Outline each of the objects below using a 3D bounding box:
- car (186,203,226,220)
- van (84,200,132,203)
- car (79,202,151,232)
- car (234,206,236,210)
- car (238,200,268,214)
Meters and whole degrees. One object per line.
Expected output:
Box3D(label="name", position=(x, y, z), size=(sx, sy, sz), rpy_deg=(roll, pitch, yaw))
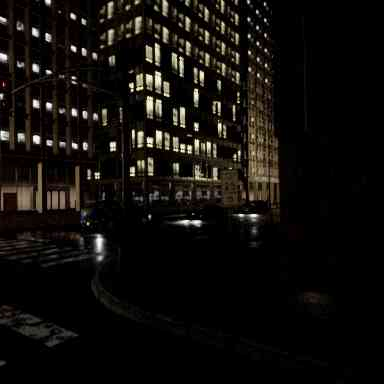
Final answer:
Box3D(label="car", position=(1.261, 1.648, 29.031), size=(1.994, 1.385, 4.181), rpy_deg=(-1, -1, 36))
Box3D(label="van", position=(-5.940, 1.459, 23.460), size=(1.690, 1.788, 3.998), rpy_deg=(-2, -1, 36))
Box3D(label="car", position=(-4.597, 1.570, 20.925), size=(1.837, 1.490, 4.892), rpy_deg=(-1, -1, 33))
Box3D(label="car", position=(6.914, 1.687, 41.355), size=(1.752, 1.417, 4.829), rpy_deg=(-2, -1, 36))
Box3D(label="car", position=(7.155, 1.630, 37.221), size=(1.812, 1.442, 4.674), rpy_deg=(-1, -1, 36))
